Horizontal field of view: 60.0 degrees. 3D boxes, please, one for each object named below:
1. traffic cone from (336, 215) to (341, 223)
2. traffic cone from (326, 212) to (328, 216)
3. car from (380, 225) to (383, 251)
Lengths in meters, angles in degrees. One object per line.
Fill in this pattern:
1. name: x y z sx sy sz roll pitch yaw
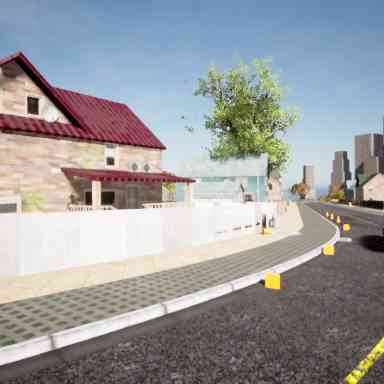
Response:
1. traffic cone: 12.241 2.257 27.820 0.340 0.580 0.340 0 -1 17
2. traffic cone: 15.194 2.429 37.375 0.340 0.580 0.340 0 -1 17
3. car: 9.014 1.631 13.874 2.033 1.411 5.357 0 -1 30
